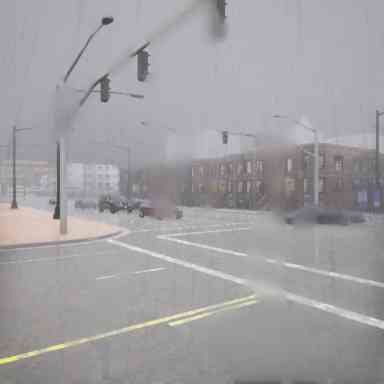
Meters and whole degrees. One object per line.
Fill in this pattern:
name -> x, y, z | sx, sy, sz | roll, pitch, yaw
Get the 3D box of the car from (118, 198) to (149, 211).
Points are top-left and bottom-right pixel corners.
car -> -7.296, 1.505, 40.972 | 1.837, 1.490, 4.892 | 0, 0, -36

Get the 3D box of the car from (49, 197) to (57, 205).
car -> -22.836, 1.565, 56.433 | 1.994, 1.385, 4.181 | 0, 0, -35

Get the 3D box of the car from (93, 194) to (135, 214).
car -> -8.422, 1.221, 36.205 | 2.150, 2.045, 5.566 | 0, 0, -36

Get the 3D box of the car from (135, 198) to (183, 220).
car -> -2.709, 1.352, 28.266 | 2.097, 1.767, 4.553 | 0, 0, -35

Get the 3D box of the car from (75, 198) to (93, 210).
car -> -14.213, 1.526, 44.300 | 1.812, 1.442, 4.674 | 0, 0, -35

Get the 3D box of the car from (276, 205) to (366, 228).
car -> 8.360, 1.547, 21.800 | 5.357, 1.411, 2.033 | 0, 0, 1
